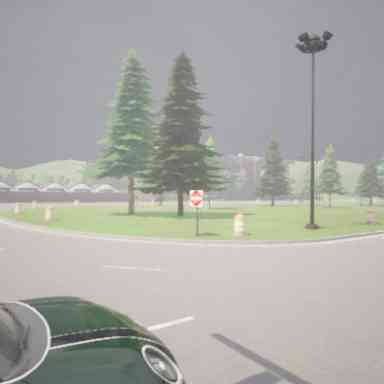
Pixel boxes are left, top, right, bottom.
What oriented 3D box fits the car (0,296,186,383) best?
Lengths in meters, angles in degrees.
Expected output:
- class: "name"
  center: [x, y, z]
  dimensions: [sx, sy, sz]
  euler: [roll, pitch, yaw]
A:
- class: "car"
  center: [-2.214, 1.345, 2.168]
  dimensions: [4.553, 1.767, 2.097]
  euler: [1, 0, -36]
